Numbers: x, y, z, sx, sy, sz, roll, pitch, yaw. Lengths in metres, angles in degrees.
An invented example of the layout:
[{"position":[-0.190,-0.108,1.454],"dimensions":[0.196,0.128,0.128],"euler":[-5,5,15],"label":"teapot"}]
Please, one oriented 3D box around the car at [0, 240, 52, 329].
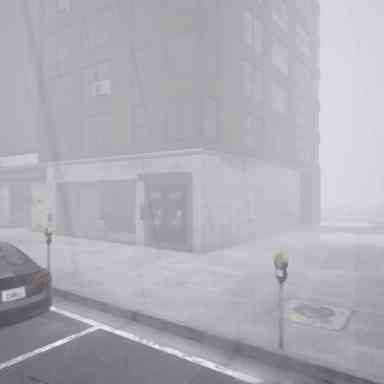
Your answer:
[{"position":[-4.349,1.565,6.188],"dimensions":[4.313,1.339,1.947],"euler":[0,0,36],"label":"car"}]
